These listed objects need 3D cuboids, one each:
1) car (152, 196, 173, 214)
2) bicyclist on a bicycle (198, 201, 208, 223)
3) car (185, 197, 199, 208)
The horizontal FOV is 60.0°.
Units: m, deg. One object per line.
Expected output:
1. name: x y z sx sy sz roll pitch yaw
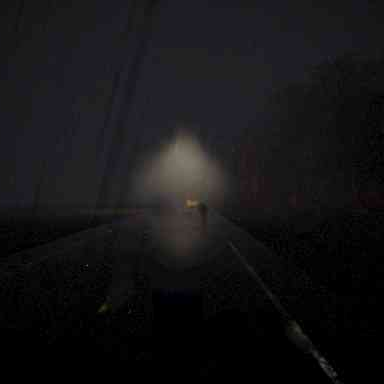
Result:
1. car: -3.545 1.547 40.758 2.150 2.045 5.566 0 0 0
2. bicyclist on a bicycle: 0.990 1.663 26.113 0.582 1.620 1.656 0 -1 0
3. car: 0.150 1.940 57.641 1.882 1.535 5.008 0 0 0
